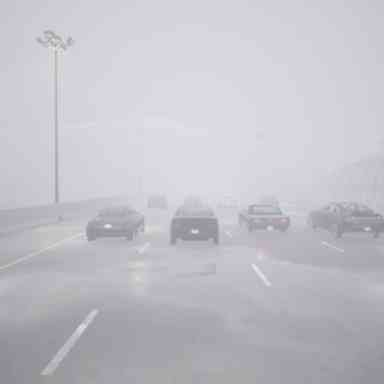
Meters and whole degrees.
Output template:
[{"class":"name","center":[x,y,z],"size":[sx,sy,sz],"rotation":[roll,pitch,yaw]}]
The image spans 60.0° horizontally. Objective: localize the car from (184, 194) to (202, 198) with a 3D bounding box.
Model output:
[{"class":"car","center":[0.090,0.970,35.119],"size":[1.812,1.442,4.674],"rotation":[0,1,0]}]

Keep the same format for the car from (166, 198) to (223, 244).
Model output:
[{"class":"car","center":[0.102,1.247,14.487],"size":[1.882,1.535,5.008],"rotation":[0,1,0]}]

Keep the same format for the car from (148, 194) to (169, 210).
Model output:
[{"class":"car","center":[-3.397,0.955,33.904],"size":[2.128,1.511,4.902],"rotation":[0,1,0]}]

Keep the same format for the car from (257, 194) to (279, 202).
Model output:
[{"class":"car","center":[7.742,0.955,33.889],"size":[2.128,1.511,4.902],"rotation":[0,1,7]}]

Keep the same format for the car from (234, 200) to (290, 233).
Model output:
[{"class":"car","center":[3.604,1.322,17.539],"size":[1.895,1.301,4.718],"rotation":[0,1,0]}]

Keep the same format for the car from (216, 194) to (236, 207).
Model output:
[{"class":"car","center":[3.590,0.970,35.117],"size":[1.812,1.442,4.674],"rotation":[0,1,0]}]

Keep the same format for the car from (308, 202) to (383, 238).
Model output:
[{"class":"car","center":[7.101,1.239,15.852],"size":[2.128,1.511,4.902],"rotation":[0,1,0]}]

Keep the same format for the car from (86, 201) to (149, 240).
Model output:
[{"class":"car","center":[-3.399,1.318,15.430],"size":[1.994,1.385,4.181],"rotation":[0,1,0]}]
